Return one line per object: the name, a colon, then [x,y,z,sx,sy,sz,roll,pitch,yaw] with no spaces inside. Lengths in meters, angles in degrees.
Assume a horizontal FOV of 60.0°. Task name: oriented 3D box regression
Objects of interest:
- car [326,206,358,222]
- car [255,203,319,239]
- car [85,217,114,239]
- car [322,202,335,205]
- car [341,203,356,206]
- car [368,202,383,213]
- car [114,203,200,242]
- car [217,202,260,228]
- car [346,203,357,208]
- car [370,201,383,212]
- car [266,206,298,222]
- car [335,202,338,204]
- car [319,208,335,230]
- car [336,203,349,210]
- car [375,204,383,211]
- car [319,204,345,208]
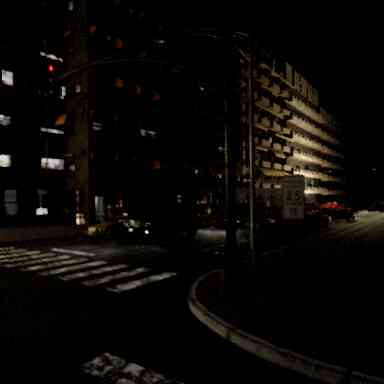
car: [15.629,2.379,34.600,1.802,1.307,4.206,-2,-2,35]
car: [5.889,1.804,20.685,2.192,1.841,5.009,-2,-2,35]
car: [-4.327,2.033,20.627,1.752,1.417,4.829,-2,-2,35]
car: [24.980,2.977,62.541,1.887,1.381,4.507,-2,-2,35]
car: [24.472,2.684,51.690,1.837,1.490,4.892,-1,-2,35]
car: [31.851,2.620,57.816,2.192,1.841,5.009,-2,-2,35]
car: [-1.665,1.707,19.900,2.150,2.045,5.566,-1,-2,35]
car: [4.252,1.896,28.363,2.150,2.045,5.566,-1,-2,34]
car: [41.207,3.492,85.749,1.947,1.339,4.313,-2,-2,35]
car: [35.096,2.720,62.458,2.192,1.841,5.009,-2,-2,35]
car: [9.989,2.360,36.537,1.837,1.490,4.892,-1,-2,35]
car: [28.220,2.848,67.189,2.192,1.841,5.009,-2,-2,35]
car: [9.138,2.136,25.319,1.887,1.381,4.507,-2,-2,35]
car: [34.715,3.275,76.465,1.887,1.381,4.507,-2,-2,35]
car: [38.346,3.071,67.091,1.947,1.339,4.313,-2,-2,35]
car: [17.213,2.552,41.306,1.895,1.301,4.718,-1,-2,35]
